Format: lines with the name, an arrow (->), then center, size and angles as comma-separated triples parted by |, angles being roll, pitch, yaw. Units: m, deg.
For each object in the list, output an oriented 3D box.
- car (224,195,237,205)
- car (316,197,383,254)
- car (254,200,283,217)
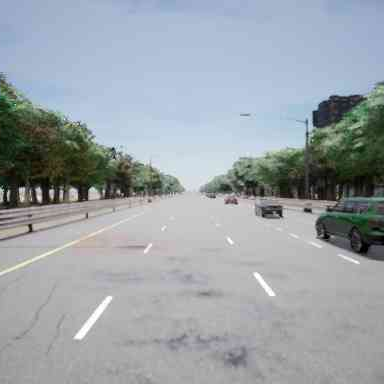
car -> 7.024, 1.359, 60.975 | 2.097, 1.767, 4.553 | 0, 0, 0
car -> 7.002, 1.219, 13.574 | 2.150, 2.045, 5.566 | 0, 0, 0
car -> 7.005, 1.500, 30.668 | 1.837, 1.490, 4.892 | 0, 0, 0
